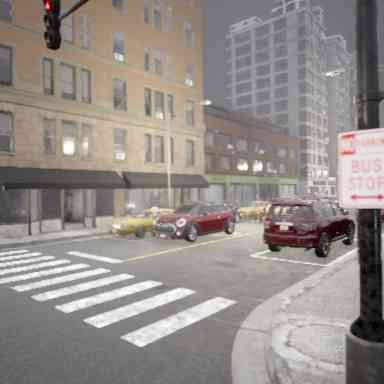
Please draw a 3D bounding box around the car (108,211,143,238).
[{"bbox_3d":[-2.166,1.500,17.732,1.752,1.417,4.829,-1,0,40],"label":"car"}]

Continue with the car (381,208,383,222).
[{"bbox_3d":[11.727,1.242,21.021,1.887,1.381,4.507,-1,0,40],"label":"car"}]

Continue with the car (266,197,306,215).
[{"bbox_3d":[8.741,1.238,30.723,1.752,1.417,4.829,-1,0,40],"label":"car"}]

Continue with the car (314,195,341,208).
[{"bbox_3d":[16.123,1.115,39.515,1.802,1.307,4.206,-1,0,40],"label":"car"}]

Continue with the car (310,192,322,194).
[{"bbox_3d":[12.483,0.937,35.183,2.192,1.841,5.009,-1,0,40],"label":"car"}]

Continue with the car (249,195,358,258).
[{"bbox_3d":[4.450,1.187,12.357,2.192,1.841,5.009,-1,0,40],"label":"car"}]

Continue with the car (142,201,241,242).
[{"bbox_3d":[0.138,1.290,16.192,2.097,1.767,4.553,-1,0,40],"label":"car"}]

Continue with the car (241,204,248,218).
[{"bbox_3d":[1.580,1.451,22.193,1.947,1.339,4.313,-1,0,40],"label":"car"}]

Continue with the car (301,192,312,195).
[{"bbox_3d":[6.437,1.139,23.693,2.097,1.767,4.553,-1,0,40],"label":"car"}]

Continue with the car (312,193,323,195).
[{"bbox_3d":[13.096,1.131,31.606,1.837,1.490,4.892,-1,0,40],"label":"car"}]
